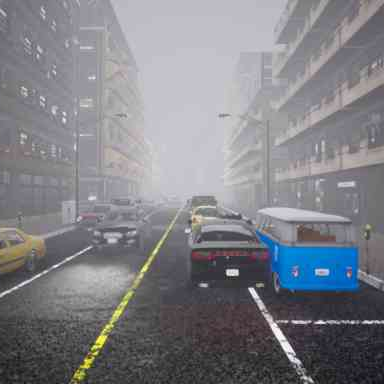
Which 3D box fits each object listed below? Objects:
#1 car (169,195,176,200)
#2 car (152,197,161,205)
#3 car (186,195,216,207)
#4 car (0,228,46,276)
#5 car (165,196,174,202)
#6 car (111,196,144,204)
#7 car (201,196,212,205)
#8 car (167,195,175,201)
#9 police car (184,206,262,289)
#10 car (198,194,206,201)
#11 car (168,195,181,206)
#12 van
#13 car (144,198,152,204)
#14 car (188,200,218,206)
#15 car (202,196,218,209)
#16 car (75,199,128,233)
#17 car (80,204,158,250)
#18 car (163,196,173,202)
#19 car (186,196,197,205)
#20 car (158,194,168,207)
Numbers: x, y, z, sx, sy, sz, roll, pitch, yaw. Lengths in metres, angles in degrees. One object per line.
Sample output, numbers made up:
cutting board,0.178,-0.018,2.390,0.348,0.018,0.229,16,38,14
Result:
car,-5.377,1.583,91.623,1.802,1.307,4.206,1,0,0
car,-5.338,1.586,41.682,1.802,1.307,4.206,1,0,0
car,0.806,1.228,25.245,2.150,2.045,5.566,0,0,0
car,-5.311,1.527,8.218,1.752,1.417,4.829,1,0,0
car,-5.368,1.568,80.525,1.947,1.339,4.313,1,0,0
car,-5.322,1.318,25.035,2.192,1.841,5.009,1,0,0
car,2.530,1.530,58.526,1.752,1.417,4.829,1,0,0
car,-5.373,1.584,86.074,1.802,1.307,4.206,1,0,0
police car,0.819,1.427,9.323,1.930,1.638,5.238,0,0,0
car,2.509,1.442,86.101,1.967,1.590,4.097,1,0,0
car,-2.793,1.530,55.655,1.812,1.442,4.674,0,0,0
van,2.571,1.342,8.414,1.690,1.788,3.998,1,0,0
car,-5.326,1.319,30.584,2.192,1.841,5.009,1,0,0
car,0.811,1.458,19.404,1.801,1.575,5.366,0,0,0
car,2.539,1.445,47.258,1.967,1.590,4.097,1,0,0
car,-5.319,1.443,19.486,1.967,1.590,4.097,1,0,0
car,-2.860,1.493,14.400,2.128,1.511,4.902,0,0,0
car,-5.364,1.554,74.976,2.008,1.369,4.403,1,0,0
car,-0.046,1.482,59.319,1.882,1.535,5.008,0,0,0
car,-5.346,1.530,52.610,1.752,1.417,4.829,1,0,0
